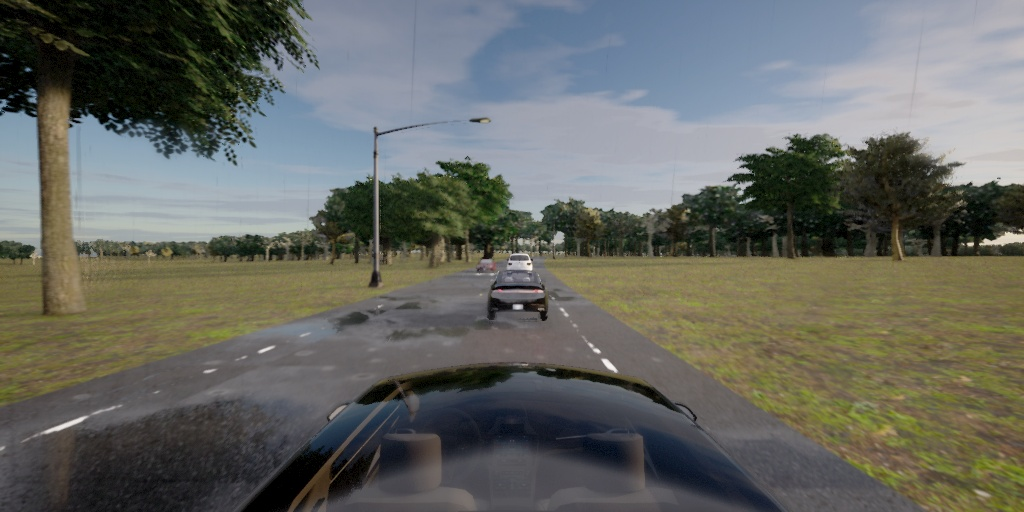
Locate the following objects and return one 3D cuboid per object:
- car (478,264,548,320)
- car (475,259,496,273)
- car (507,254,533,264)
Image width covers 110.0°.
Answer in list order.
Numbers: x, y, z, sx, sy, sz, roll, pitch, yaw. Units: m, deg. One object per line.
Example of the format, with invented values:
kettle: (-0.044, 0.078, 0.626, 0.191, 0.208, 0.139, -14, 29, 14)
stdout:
car: (0.202, 1.220, 12.567, 2.128, 1.511, 4.902, 0, 0, 1)
car: (-2.699, 1.039, 39.059, 1.812, 1.442, 4.674, 0, 1, 3)
car: (0.718, 0.808, 32.475, 2.150, 2.045, 5.566, 0, 1, 2)
